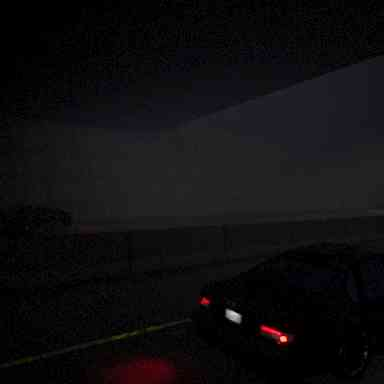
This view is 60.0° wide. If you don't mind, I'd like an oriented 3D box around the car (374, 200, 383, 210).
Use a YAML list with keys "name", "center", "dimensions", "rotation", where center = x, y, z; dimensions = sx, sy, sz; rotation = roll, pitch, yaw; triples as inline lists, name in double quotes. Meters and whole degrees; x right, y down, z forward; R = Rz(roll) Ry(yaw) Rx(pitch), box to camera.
- name: "car"
  center: [28.608, 1.813, 48.512]
  dimensions: [5.008, 1.535, 1.882]
  rotation: [1, 0, -34]

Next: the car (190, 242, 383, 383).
- name: "car"
  center: [2.578, 1.580, 5.460]
  dimensions: [5.357, 1.411, 2.033]
  rotation: [0, 0, -34]

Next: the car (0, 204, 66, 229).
- name: "car"
  center: [-11.248, 1.558, 21.699]
  dimensions: [5.357, 1.411, 2.033]
  rotation: [0, 0, -34]

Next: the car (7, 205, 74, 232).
- name: "car"
  center: [-9.285, 1.516, 18.801]
  dimensions: [4.892, 1.490, 1.837]
  rotation: [0, 0, -34]

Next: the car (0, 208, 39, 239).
- name: "car"
  center: [-8.080, 1.483, 11.165]
  dimensions: [4.902, 1.511, 2.128]
  rotation: [0, 0, -34]
